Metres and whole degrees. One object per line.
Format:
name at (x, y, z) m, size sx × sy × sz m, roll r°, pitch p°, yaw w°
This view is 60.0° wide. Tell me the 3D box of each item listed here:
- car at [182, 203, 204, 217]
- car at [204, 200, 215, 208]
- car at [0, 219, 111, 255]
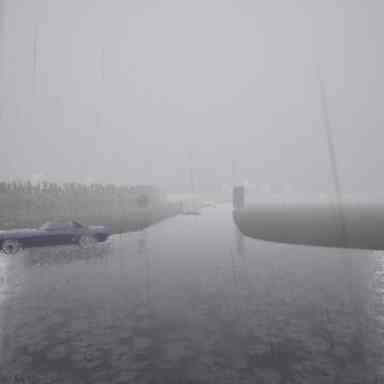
car at (0.037, 2.058, 38.387) m, size 1.837 × 1.490 × 4.892 m, roll 0°, pitch 0°, yaw 6°
car at (3.333, 2.208, 63.217) m, size 1.882 × 1.535 × 5.008 m, roll 0°, pitch -1°, yaw 10°
car at (-6.122, 1.873, 14.592) m, size 4.718 × 1.301 × 1.895 m, roll -1°, pitch 0°, yaw -25°
